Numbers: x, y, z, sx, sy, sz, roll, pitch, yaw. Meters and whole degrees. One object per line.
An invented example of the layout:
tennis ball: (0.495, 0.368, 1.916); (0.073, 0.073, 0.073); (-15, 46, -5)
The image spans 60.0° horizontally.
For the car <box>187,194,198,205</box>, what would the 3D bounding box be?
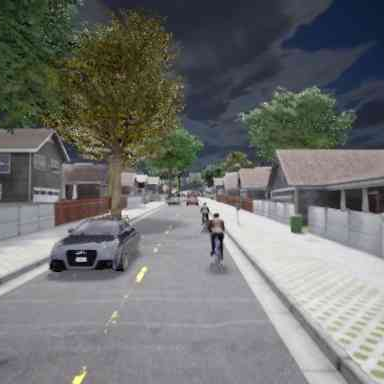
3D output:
car: (0.061, 1.531, 58.180); (1.994, 1.385, 4.181); (0, 0, 0)

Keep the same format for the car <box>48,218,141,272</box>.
car: (-2.853, 1.547, 10.570); (1.994, 1.385, 4.181); (0, 0, 0)

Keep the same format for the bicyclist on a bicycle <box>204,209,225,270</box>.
bicyclist on a bicycle: (0.757, 1.436, 10.036); (0.582, 1.620, 1.656); (0, 0, 0)

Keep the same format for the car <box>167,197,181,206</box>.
car: (-2.835, 1.530, 53.234); (1.994, 1.385, 4.181); (0, 0, 0)

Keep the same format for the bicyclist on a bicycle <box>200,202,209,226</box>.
bicyclist on a bicycle: (0.754, 1.426, 19.051); (0.582, 1.620, 1.656); (0, 0, 0)
